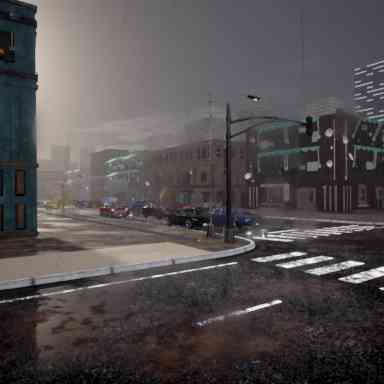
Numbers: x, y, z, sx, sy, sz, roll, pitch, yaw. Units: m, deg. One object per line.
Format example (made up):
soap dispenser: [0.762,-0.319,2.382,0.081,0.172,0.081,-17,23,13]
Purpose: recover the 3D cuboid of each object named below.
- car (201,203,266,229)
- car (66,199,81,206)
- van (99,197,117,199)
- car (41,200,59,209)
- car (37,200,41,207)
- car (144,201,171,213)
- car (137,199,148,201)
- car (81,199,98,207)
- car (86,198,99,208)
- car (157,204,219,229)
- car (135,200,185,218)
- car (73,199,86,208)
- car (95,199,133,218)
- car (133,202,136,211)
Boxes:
car: [2.774,1.750,23.980,2.033,1.411,5.357,-1,0,-34]
car: [-27.130,2.364,76.130,1.947,1.339,4.313,-1,0,-35]
van: [-14.318,1.907,58.076,1.690,1.788,3.998,-1,0,-35]
car: [-24.251,2.233,57.598,1.752,1.417,4.829,-1,0,-35]
car: [-30.758,2.376,66.764,2.008,1.369,4.403,-1,0,-35]
car: [-4.699,1.966,44.536,1.802,1.307,4.206,-2,0,-35]
car: [-6.324,1.753,42.356,2.097,1.767,4.553,-1,0,-35]
car: [-20.722,2.228,67.103,1.887,1.381,4.507,-1,0,-35]
car: [-17.523,1.940,62.589,2.192,1.841,5.009,-1,0,-35]
car: [-0.394,1.815,23.784,1.947,1.339,4.313,-1,0,-35]
car: [-3.206,1.812,32.443,2.128,1.511,4.902,-1,0,-35]
car: [-20.460,2.192,62.274,1.812,1.442,4.674,-1,0,-35]
car: [-8.331,1.846,35.169,1.967,1.590,4.097,-1,0,-35]
car: [-9.206,1.930,40.909,2.128,1.511,4.902,-1,0,-35]
